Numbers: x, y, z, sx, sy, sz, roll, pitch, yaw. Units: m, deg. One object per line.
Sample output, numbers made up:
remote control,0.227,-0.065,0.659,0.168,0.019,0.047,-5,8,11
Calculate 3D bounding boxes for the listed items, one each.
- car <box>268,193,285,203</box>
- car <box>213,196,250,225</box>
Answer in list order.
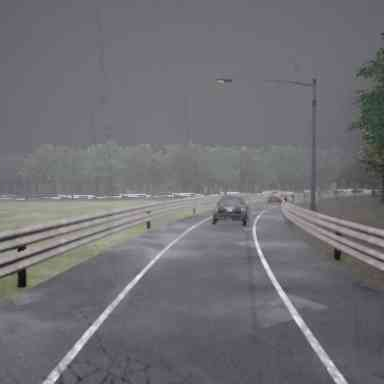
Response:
car,12.346,0.846,47.917,1.812,1.442,4.674,1,1,28
car,2.682,1.064,21.842,2.097,1.767,4.553,1,1,12
